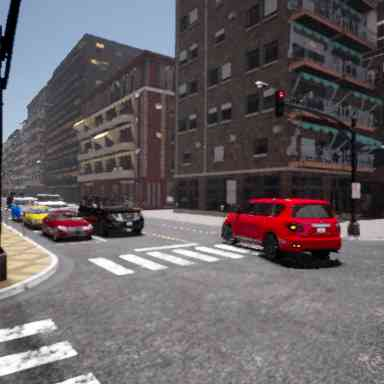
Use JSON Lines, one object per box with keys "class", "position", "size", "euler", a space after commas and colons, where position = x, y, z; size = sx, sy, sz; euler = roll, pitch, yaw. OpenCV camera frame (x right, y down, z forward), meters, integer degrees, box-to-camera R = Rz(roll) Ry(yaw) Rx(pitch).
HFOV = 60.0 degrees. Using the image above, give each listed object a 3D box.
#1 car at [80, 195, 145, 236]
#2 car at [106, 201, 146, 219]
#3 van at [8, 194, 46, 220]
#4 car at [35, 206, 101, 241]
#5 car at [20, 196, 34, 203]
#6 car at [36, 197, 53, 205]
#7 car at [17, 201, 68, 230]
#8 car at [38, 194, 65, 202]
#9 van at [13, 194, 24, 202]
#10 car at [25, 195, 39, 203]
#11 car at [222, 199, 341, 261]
{"class": "car", "position": [-4.710, 1.228, 18.789], "size": [2.150, 2.045, 5.566], "euler": [1, 0, -36]}
{"class": "car", "position": [-6.181, 1.576, 30.767], "size": [1.752, 1.417, 4.829], "euler": [1, 0, -36]}
{"class": "van", "position": [-12.888, 1.307, 25.745], "size": [1.690, 1.788, 3.998], "euler": [1, 0, -36]}
{"class": "car", "position": [-6.288, 1.563, 16.540], "size": [1.802, 1.307, 4.206], "euler": [1, 0, -36]}
{"class": "car", "position": [-35.793, 1.597, 72.043], "size": [1.947, 1.339, 4.313], "euler": [1, 0, -36]}
{"class": "car", "position": [-25.989, 1.549, 58.378], "size": [1.752, 1.417, 4.829], "euler": [1, 0, -36]}
{"class": "car", "position": [-9.489, 1.498, 21.004], "size": [1.752, 1.417, 4.829], "euler": [1, 0, -36]}
{"class": "car", "position": [-13.043, 1.210, 30.410], "size": [2.150, 2.045, 5.566], "euler": [1, 0, -35]}
{"class": "van", "position": [-42.395, 1.385, 81.249], "size": [1.690, 1.788, 3.998], "euler": [1, 0, -36]}
{"class": "car", "position": [-32.492, 1.466, 67.444], "size": [1.967, 1.590, 4.097], "euler": [1, 0, -36]}
{"class": "car", "position": [3.119, 1.273, 12.780], "size": [2.150, 2.045, 5.566], "euler": [2, -1, -19]}
